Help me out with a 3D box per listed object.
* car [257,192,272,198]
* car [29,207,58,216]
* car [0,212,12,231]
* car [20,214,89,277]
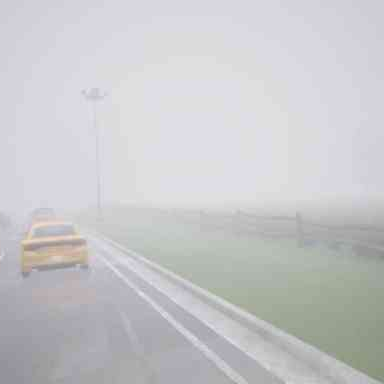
[{"bbox_3d":[19.154,0.965,88.009,1.932,1.855,4.605,-2,0,-25],"label":"car"},{"bbox_3d":[-12.270,2.055,27.568,2.097,1.767,4.553,-2,0,-25],"label":"car"},{"bbox_3d":[-15.583,2.342,26.411,1.837,1.490,4.892,-2,0,-25],"label":"car"},{"bbox_3d":[-4.829,1.759,11.587,1.882,1.535,5.008,-2,0,-25],"label":"car"}]
